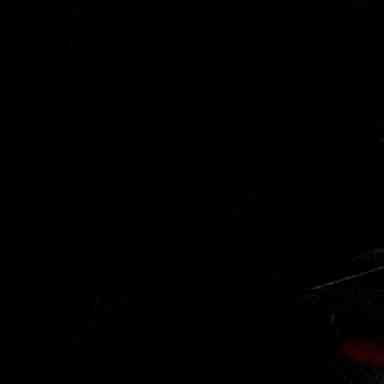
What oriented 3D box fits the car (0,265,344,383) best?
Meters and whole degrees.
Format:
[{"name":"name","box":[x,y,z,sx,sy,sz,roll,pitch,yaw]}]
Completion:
[{"name":"car","box":[-0.674,1.552,3.246,5.357,1.411,2.033,0,0,-36]}]
